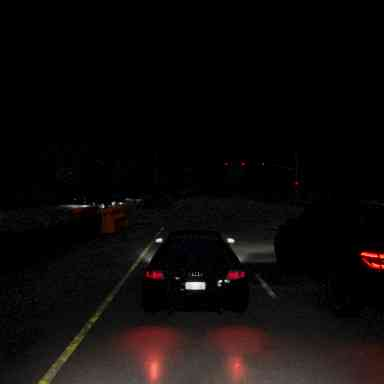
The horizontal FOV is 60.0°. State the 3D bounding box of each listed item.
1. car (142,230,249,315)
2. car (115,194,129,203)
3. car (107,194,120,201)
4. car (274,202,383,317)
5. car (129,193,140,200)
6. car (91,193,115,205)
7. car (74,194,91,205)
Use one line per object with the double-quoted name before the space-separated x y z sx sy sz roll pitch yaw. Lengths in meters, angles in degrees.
"car" 0.067 1.563 7.668 1.994 1.385 4.181 0 0 0
"car" -14.353 1.307 65.502 1.812 1.442 4.674 0 0 0
"car" -17.891 1.260 75.828 1.812 1.442 4.674 0 0 0
"car" 3.589 1.221 7.598 2.150 2.045 5.566 0 0 -2
"car" -14.667 1.047 85.704 2.097 1.767 4.553 0 0 -3
"car" -14.346 1.338 53.987 1.837 1.490 4.892 0 0 0
"car" -17.852 1.180 54.946 2.097 1.767 4.553 0 0 0
